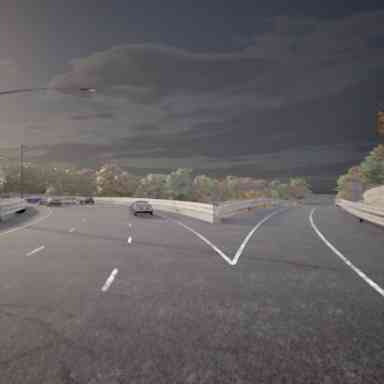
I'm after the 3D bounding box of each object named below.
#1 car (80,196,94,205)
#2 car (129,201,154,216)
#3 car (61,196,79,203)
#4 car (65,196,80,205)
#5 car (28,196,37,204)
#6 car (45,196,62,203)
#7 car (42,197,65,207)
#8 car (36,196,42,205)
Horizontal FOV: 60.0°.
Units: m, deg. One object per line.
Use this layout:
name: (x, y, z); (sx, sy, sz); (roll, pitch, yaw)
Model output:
car: (-20.439, 1.636, 64.364); (1.837, 1.490, 4.892); (0, 0, -37)
car: (-5.096, 1.582, 32.841); (2.033, 1.411, 5.357); (0, 0, -18)
car: (-26.573, 1.606, 72.431); (1.895, 1.301, 4.718); (0, 0, -42)
car: (-23.243, 1.757, 62.282); (1.895, 1.301, 4.718); (0, 0, -37)
car: (-31.956, 1.526, 67.956); (1.882, 1.535, 5.008); (0, 0, -42)
car: (-29.274, 1.625, 70.205); (1.895, 1.301, 4.718); (0, 0, -42)
car: (-23.546, 1.667, 56.363); (1.837, 1.490, 4.892); (0, 0, -34)
car: (-26.506, 1.778, 60.823); (1.895, 1.301, 4.718); (0, 0, -37)
